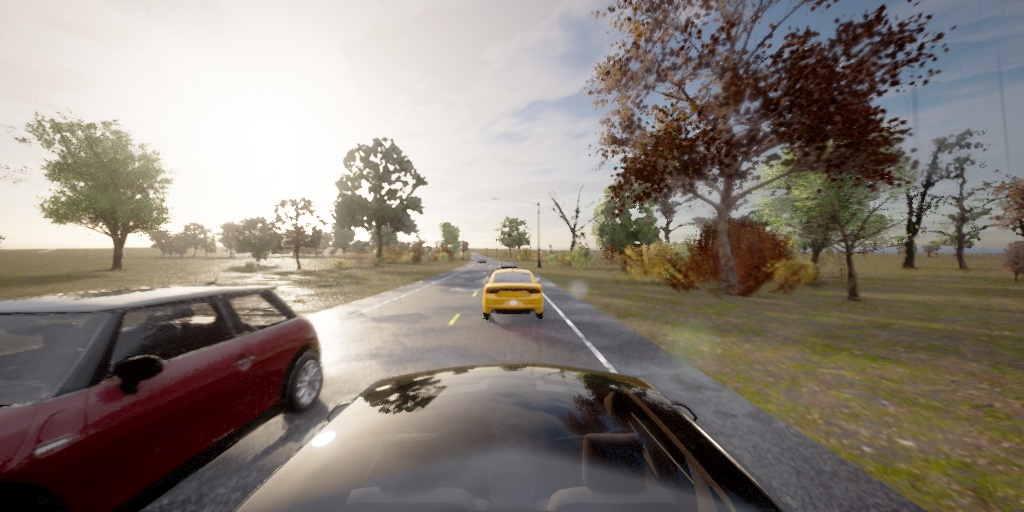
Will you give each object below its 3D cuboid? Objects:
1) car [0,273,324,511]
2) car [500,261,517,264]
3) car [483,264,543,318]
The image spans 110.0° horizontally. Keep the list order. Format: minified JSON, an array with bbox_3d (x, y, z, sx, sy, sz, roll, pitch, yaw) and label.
[{"bbox_3d":[-3.616,1.101,2.974,2.097,1.767,4.553,0,0,0],"label":"car"},{"bbox_3d":[-0.338,1.180,29.849,2.128,1.511,4.902,0,0,-2],"label":"car"},{"bbox_3d":[0.012,1.205,12.879,1.882,1.535,5.008,0,0,-1],"label":"car"}]
